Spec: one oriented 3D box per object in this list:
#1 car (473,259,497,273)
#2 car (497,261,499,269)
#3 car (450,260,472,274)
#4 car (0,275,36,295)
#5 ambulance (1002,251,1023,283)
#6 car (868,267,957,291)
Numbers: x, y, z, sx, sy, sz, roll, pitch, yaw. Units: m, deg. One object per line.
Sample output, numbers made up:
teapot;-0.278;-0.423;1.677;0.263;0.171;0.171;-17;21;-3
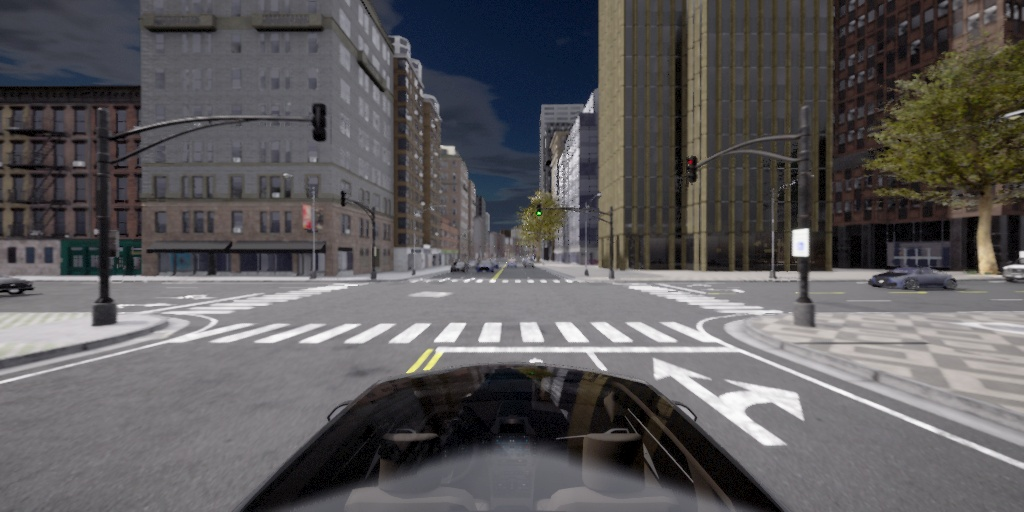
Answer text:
car;-3.336;1.261;45.293;2.097;1.767;4.553;0;0;0
car;-3.301;1.315;61.215;2.097;1.767;4.553;0;0;1
car;-6.586;1.414;45.301;1.837;1.490;4.892;0;0;0
car;-27.825;1.377;18.156;5.357;1.411;2.033;0;0;0
ambulance;40.575;0.823;26.865;6.366;2.431;2.351;0;0;-7
car;24.747;1.377;22.247;4.181;1.385;1.994;0;0;-4
